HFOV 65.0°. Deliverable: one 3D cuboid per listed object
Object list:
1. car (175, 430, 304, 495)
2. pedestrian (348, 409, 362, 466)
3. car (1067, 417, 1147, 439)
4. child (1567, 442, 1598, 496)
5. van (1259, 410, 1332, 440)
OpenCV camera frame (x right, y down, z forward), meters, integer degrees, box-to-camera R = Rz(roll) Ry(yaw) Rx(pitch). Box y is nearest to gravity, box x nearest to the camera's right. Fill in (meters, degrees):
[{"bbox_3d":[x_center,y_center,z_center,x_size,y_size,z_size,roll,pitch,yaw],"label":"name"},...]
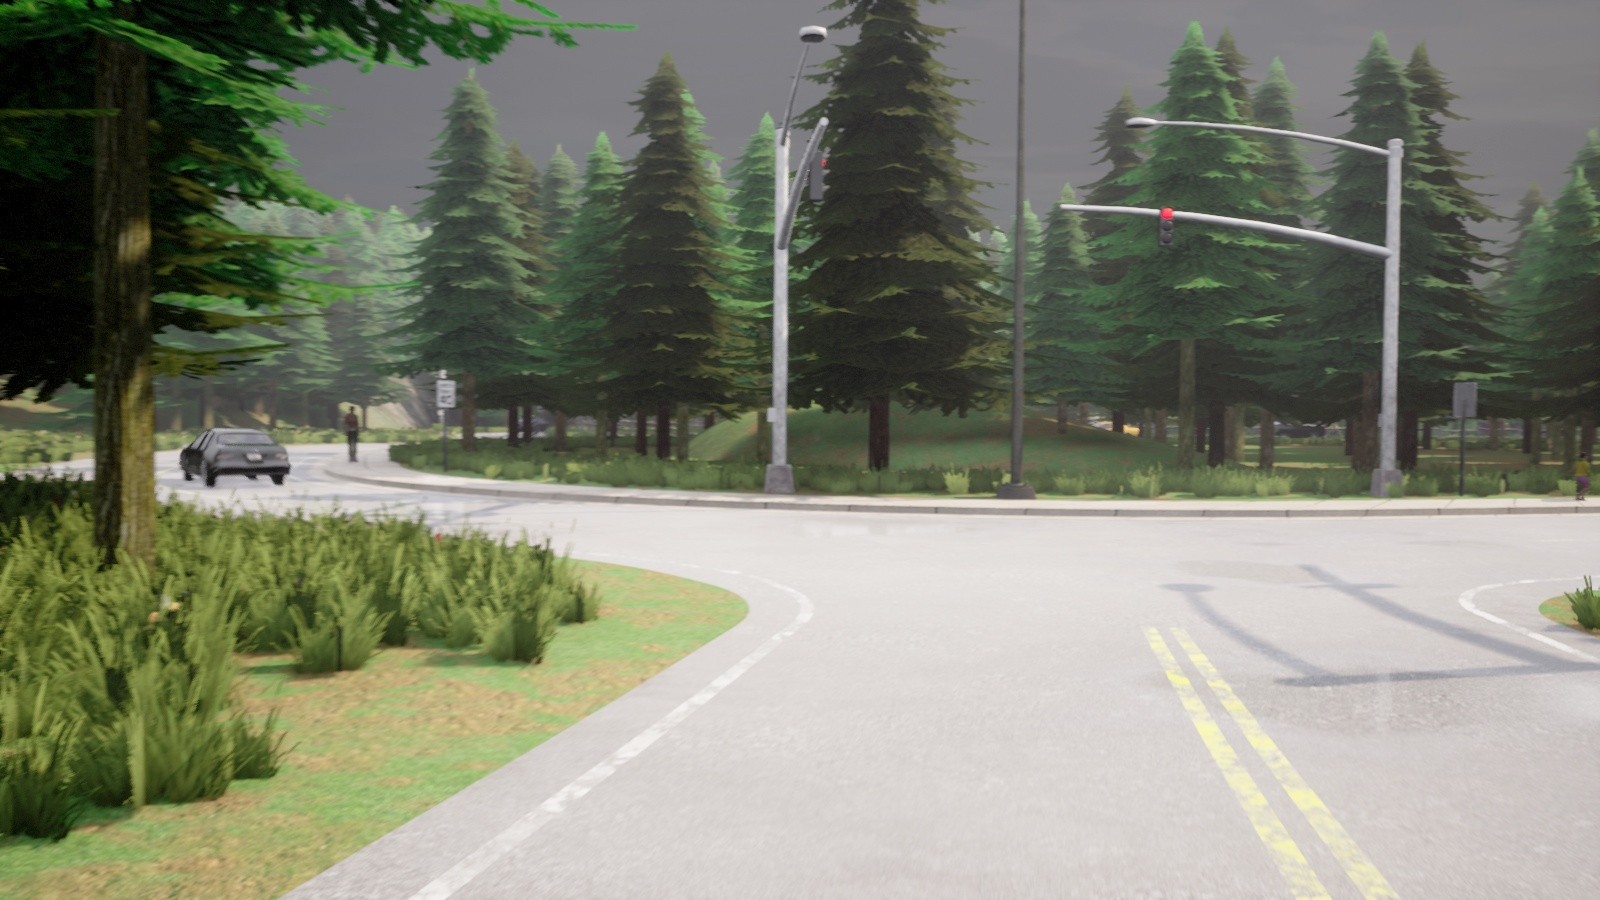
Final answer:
[{"bbox_3d":[-14.212,0.243,31.653,2.033,1.411,5.357,-1,2,-34],"label":"car"},{"bbox_3d":[-14.274,-0.401,40.271,0.328,1.805,0.869,-1,2,-26],"label":"pedestrian"},{"bbox_3d":[22.051,-1.584,90.347,5.366,1.575,1.801,0,2,-15],"label":"car"},{"bbox_3d":[16.898,0.412,27.119,0.473,1.160,0.299,0,2,-7],"label":"child"},{"bbox_3d":[35.614,-1.801,90.312,4.480,2.038,2.069,1,1,-14],"label":"van"}]
